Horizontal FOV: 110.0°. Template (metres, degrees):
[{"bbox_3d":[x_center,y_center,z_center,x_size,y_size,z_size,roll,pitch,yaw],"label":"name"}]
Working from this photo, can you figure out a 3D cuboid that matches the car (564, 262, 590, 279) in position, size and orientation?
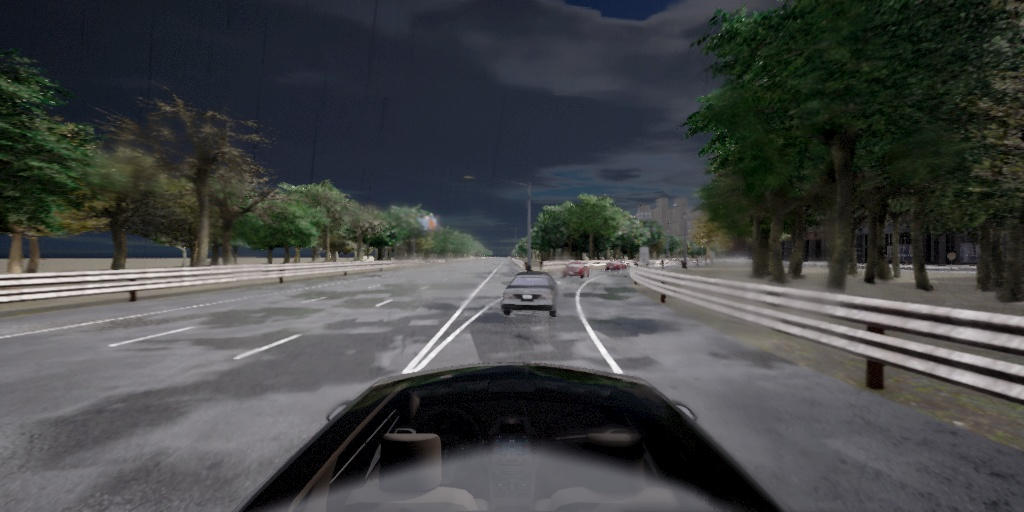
[{"bbox_3d":[5.915,1.304,32.831,1.812,1.442,4.674,0,0,21],"label":"car"}]

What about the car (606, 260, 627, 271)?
[{"bbox_3d":[14.205,1.312,48.814,1.812,1.442,4.674,0,0,33],"label":"car"}]

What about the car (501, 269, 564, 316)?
[{"bbox_3d":[0.837,1.305,13.548,2.033,1.411,5.357,0,0,8],"label":"car"}]
